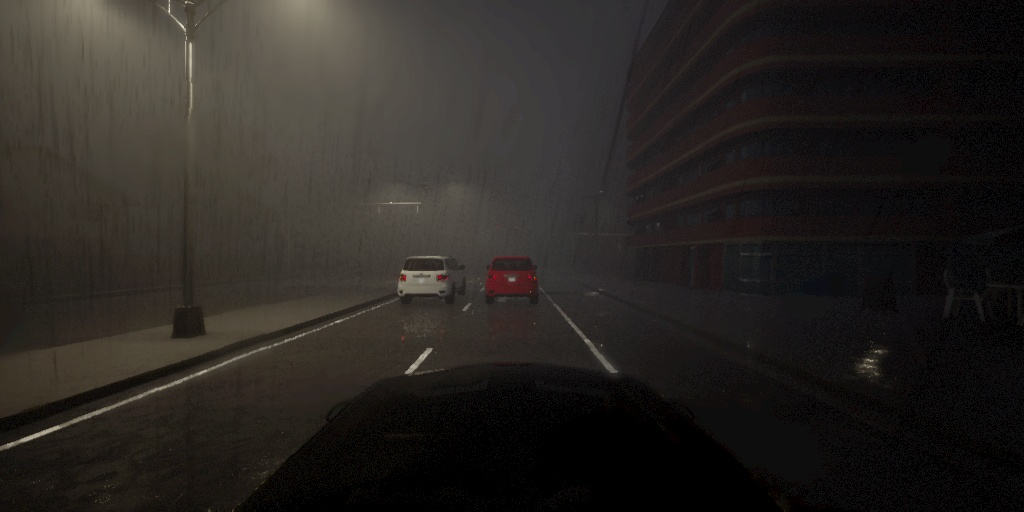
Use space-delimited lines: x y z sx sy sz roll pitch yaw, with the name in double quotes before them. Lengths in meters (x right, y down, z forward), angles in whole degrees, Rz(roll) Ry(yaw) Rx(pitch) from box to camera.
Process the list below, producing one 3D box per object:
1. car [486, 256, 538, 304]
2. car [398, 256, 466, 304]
"car" 0.000 1.006 16.530 2.150 2.045 5.566 0 0 0
"car" -3.500 1.006 16.530 2.150 2.045 5.566 0 0 0
